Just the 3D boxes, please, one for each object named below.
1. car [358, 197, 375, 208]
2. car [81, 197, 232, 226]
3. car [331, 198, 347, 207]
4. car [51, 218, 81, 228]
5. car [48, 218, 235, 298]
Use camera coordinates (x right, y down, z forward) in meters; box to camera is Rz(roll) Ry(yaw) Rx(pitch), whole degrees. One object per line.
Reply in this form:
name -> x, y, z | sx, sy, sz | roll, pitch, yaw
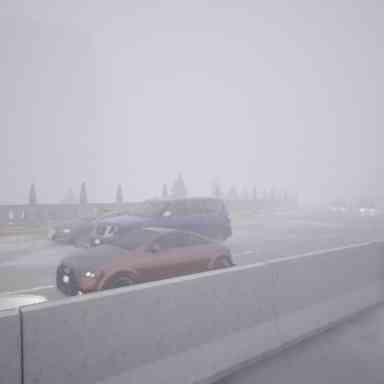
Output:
car -> 24.311, 1.491, 46.495 | 2.128, 1.511, 4.902 | 0, 0, 23
car -> -0.902, 1.221, 12.374 | 5.566, 2.045, 2.150 | 0, 0, -40
car -> 21.777, 1.563, 49.486 | 1.994, 1.385, 4.181 | 0, 0, 21
car -> -3.692, 1.491, 14.639 | 4.902, 1.511, 2.128 | 0, 0, -40
car -> -0.957, 1.564, 7.910 | 4.181, 1.385, 1.994 | 0, 0, -38
